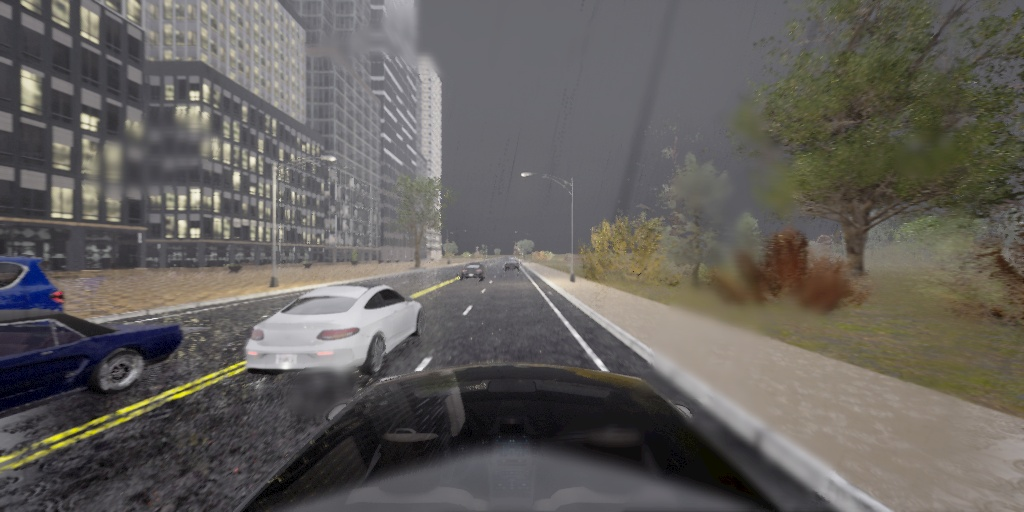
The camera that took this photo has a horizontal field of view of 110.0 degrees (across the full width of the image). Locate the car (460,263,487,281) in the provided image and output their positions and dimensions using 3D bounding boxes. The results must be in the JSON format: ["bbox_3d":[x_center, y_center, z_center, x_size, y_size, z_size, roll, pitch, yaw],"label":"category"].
[{"bbox_3d":[-3.154,1.276,29.811,1.812,1.442,4.674,0,0,0],"label":"car"}]

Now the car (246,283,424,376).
[{"bbox_3d":[-3.152,1.276,7.317,1.812,1.442,4.674,0,0,0],"label":"car"}]

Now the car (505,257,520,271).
[{"bbox_3d":[0.026,1.255,47.884,1.882,1.535,5.008,0,0,1],"label":"car"}]

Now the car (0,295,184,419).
[{"bbox_3d":[-6.558,1.351,3.852,1.895,1.301,4.718,0,0,0],"label":"car"}]

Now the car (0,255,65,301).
[{"bbox_3d":[-9.800,0.974,4.644,2.150,2.045,5.566,0,0,1],"label":"car"}]
